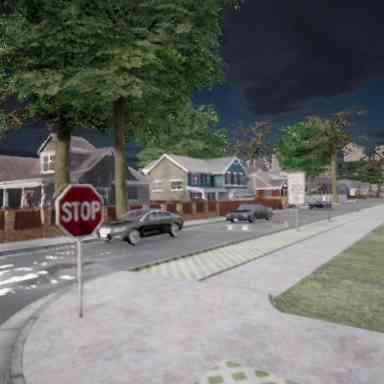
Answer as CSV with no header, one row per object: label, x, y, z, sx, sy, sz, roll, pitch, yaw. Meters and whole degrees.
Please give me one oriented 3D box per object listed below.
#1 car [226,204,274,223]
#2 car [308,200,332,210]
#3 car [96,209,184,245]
car,4.672,1.624,26.156,2.033,1.411,5.357,-2,-1,35
car,16.388,1.637,42.495,1.895,1.301,4.718,-2,-1,36
car,-2.381,1.588,16.242,2.128,1.511,4.902,-2,-1,35
